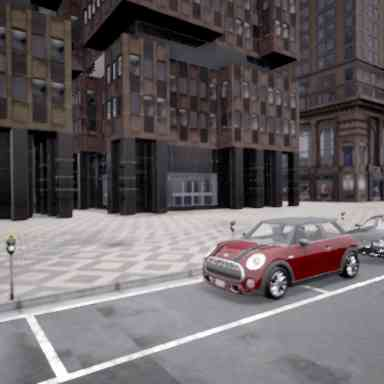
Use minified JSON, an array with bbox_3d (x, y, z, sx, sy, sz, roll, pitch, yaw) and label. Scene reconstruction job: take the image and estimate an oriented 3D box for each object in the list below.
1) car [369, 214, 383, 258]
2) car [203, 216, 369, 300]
[{"bbox_3d":[6.888,1.434,11.399,4.403,1.369,2.008,-1,0,-35],"label":"car"},{"bbox_3d":[2.229,1.378,8.153,4.097,1.590,1.967,-1,0,-35],"label":"car"}]
